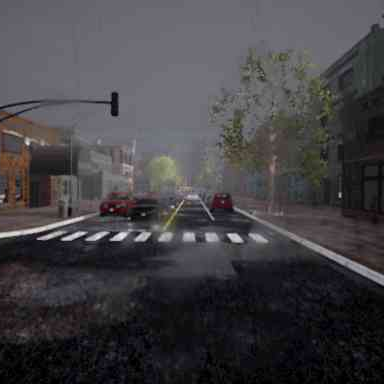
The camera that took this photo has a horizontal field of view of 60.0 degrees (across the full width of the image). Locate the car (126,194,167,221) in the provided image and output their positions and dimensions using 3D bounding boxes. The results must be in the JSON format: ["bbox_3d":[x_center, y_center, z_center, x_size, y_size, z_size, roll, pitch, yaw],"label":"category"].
[{"bbox_3d":[-3.069,1.129,23.558,1.882,1.535,5.008,1,1,0],"label":"car"}]

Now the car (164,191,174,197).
[{"bbox_3d":[-5.615,0.447,81.366,1.947,1.339,4.313,0,1,0],"label":"car"}]

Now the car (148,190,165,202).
[{"bbox_3d":[-5.637,0.553,53.645,2.192,1.841,5.009,0,1,0],"label":"car"}]

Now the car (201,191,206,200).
[{"bbox_3d":[2.737,0.952,48.099,2.008,1.369,4.403,0,1,0],"label":"car"}]

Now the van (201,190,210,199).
[{"bbox_3d":[2.756,0.458,70.270,1.690,1.788,3.998,0,1,0],"label":"van"}]

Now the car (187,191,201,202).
[{"bbox_3d":[0.152,0.827,53.651,1.812,1.442,4.674,1,1,0],"label":"car"}]

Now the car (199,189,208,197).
[{"bbox_3d":[2.766,0.289,81.357,2.192,1.841,5.009,0,1,0],"label":"car"}]

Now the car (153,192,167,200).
[{"bbox_3d":[-5.633,0.732,59.192,1.947,1.339,4.313,0,1,0],"label":"car"}]

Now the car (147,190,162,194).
[{"bbox_3d":[-5.643,0.624,48.102,2.192,1.841,5.009,0,1,0],"label":"car"}]

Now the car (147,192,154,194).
[{"bbox_3d":[-5.653,1.033,37.018,1.802,1.307,4.206,0,1,0],"label":"car"}]

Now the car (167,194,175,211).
[{"bbox_3d":[-3.061,1.129,33.239,1.895,1.301,4.718,1,1,0],"label":"car"}]

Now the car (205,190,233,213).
[{"bbox_3d":[2.724,0.929,31.465,2.192,1.841,5.009,0,1,0],"label":"car"}]

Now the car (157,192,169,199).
[{"bbox_3d":[-5.629,0.640,64.735,1.887,1.381,4.507,0,1,0],"label":"car"}]

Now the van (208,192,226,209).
[{"bbox_3d":[2.728,0.884,37.009,1.690,1.788,3.998,0,1,0],"label":"van"}]

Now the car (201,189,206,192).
[{"bbox_3d":[2.751,0.628,64.728,1.967,1.590,4.097,0,1,0],"label":"car"}]

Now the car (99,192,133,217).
[{"bbox_3d":[-5.661,0.908,25.927,2.192,1.841,5.009,0,1,0],"label":"car"}]

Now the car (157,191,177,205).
[{"bbox_3d":[-3.035,0.965,43.139,1.994,1.385,4.181,1,1,0],"label":"car"}]
